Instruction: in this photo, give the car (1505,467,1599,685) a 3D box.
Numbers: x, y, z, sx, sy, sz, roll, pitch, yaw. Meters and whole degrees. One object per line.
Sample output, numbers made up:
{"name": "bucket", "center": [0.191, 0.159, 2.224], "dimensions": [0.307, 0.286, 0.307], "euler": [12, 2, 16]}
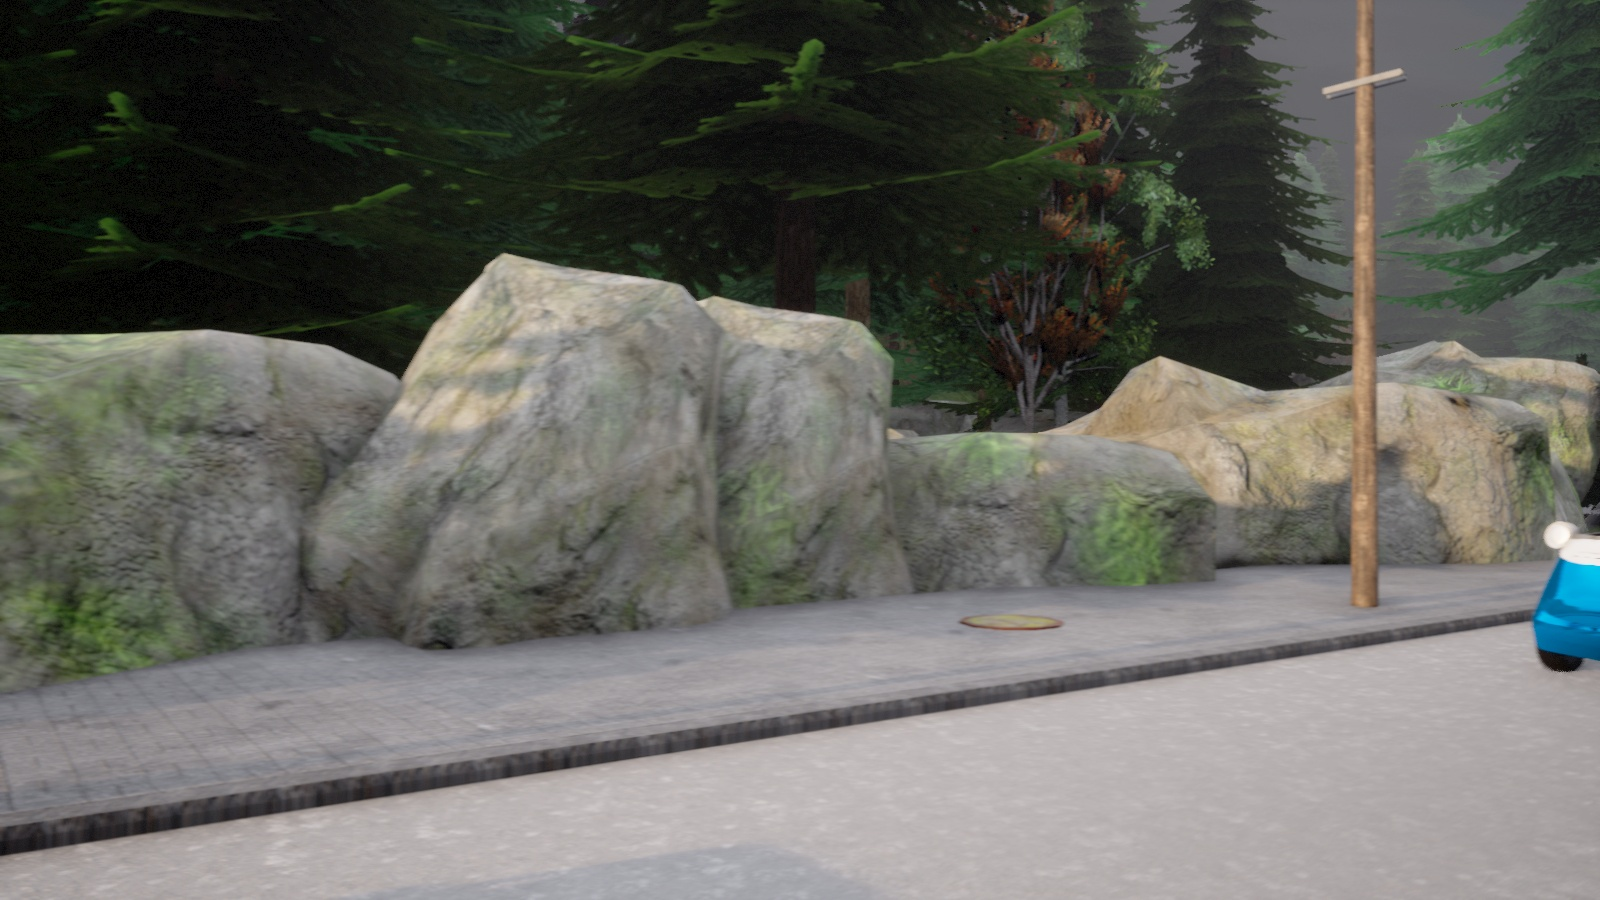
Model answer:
{"name": "car", "center": [6.099, 0.809, 8.512], "dimensions": [2.207, 1.376, 1.481], "euler": [0, 0, -35]}
